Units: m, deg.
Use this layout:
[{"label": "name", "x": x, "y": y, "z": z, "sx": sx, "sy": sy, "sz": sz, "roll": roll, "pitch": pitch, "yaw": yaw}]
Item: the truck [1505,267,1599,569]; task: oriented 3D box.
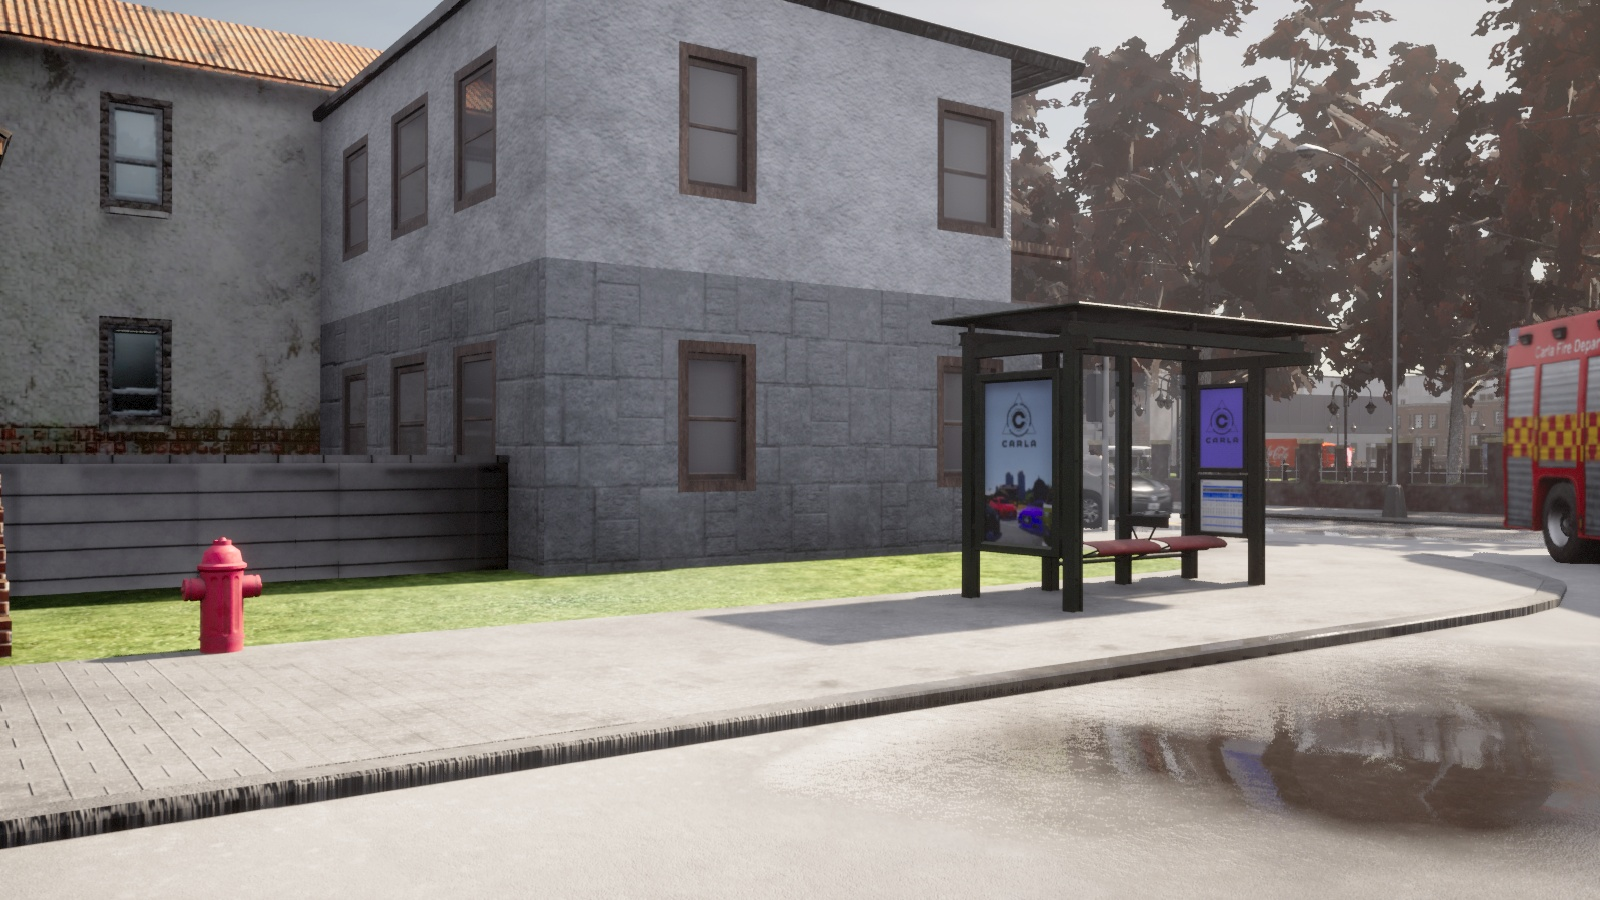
[{"label": "truck", "x": 11.387, "y": -0.409, "z": 14.302, "sx": 2.891, "sy": 3.827, "sz": 8.468, "roll": 0, "pitch": 0, "yaw": 7}]

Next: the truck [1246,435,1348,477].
[{"label": "truck", "x": 30.379, "y": 0.385, "z": 76.877, "sx": 2.627, "sy": 2.467, "sz": 5.204, "roll": 0, "pitch": 0, "yaw": -35}]
